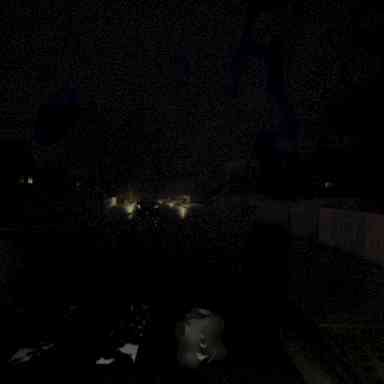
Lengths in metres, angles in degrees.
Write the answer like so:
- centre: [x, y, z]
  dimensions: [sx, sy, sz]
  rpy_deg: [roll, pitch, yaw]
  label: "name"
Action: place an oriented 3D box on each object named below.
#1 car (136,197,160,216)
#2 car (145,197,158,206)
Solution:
- centre: [-4.201, 1.353, 32.126]
  dimensions: [2.097, 1.767, 4.553]
  rpy_deg: [0, 0, -5]
  label: "car"
- centre: [-7.076, 1.606, 57.495]
  dimensions: [2.033, 1.411, 5.357]
  rpy_deg: [0, 0, -8]
  label: "car"
